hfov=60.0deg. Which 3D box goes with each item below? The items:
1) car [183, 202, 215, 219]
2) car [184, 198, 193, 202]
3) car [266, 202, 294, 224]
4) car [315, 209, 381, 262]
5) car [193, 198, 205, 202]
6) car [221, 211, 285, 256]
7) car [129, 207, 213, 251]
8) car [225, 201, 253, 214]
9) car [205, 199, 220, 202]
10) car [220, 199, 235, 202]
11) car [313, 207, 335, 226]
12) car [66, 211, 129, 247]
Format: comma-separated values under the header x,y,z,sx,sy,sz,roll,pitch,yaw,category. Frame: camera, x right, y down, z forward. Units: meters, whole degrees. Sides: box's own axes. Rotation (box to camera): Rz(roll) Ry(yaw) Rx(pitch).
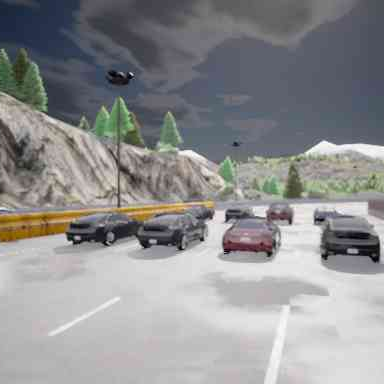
x,y,z,sx,sy,sz,roll,pitch,yaw,category
0.547,1.858,29.533,2.033,1.411,5.357,0,-1,19,car
-0.099,2.157,76.416,2.097,1.767,4.553,0,-1,32,car
7.478,1.641,28.110,2.097,1.767,4.553,0,-1,20,car
5.909,1.638,12.864,1.837,1.490,4.892,0,0,19,car
2.671,2.330,74.263,1.994,1.385,4.181,0,-1,32,car
2.602,1.711,14.006,1.994,1.385,4.181,0,-1,19,car
-0.708,1.668,15.150,1.837,1.490,4.892,0,0,19,car
4.194,1.812,29.324,1.837,1.490,4.892,0,0,20,car
5.465,2.277,72.130,2.128,1.511,4.902,0,-1,32,car
8.251,2.252,70.004,1.812,1.442,4.674,0,-1,32,car
10.723,1.874,26.800,1.895,1.301,4.718,0,-1,20,car
-4.018,1.683,16.288,1.837,1.490,4.892,0,0,19,car
